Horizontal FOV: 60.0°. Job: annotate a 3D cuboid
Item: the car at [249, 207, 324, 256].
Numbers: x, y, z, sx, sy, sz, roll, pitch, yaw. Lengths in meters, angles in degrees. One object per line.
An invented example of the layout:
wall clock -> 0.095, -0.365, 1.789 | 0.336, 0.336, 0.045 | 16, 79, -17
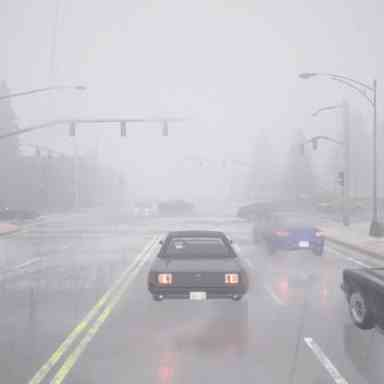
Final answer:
car -> 3.643, 1.526, 13.071 | 1.812, 1.442, 4.674 | 0, 0, 0

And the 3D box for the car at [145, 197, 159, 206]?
car -> -6.815, 1.564, 57.395 | 1.994, 1.385, 4.181 | 0, 0, 0

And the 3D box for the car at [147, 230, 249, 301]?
car -> 0.103, 1.601, 8.281 | 1.895, 1.301, 4.718 | 0, 0, 0

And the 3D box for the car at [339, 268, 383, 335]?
car -> 3.615, 1.601, 3.968 | 1.895, 1.301, 4.718 | 0, 0, 0

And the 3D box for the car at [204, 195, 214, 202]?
car -> 3.864, 1.355, 74.956 | 2.097, 1.767, 4.553 | 0, 0, 0

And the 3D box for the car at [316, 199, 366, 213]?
car -> 16.095, 1.478, 36.046 | 5.008, 1.535, 1.882 | 0, 0, 0

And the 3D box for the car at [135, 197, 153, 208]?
car -> -6.872, 1.526, 47.371 | 1.812, 1.442, 4.674 | 0, 0, 0

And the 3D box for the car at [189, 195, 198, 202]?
car -> 0.365, 1.500, 75.039 | 1.837, 1.490, 4.892 | 0, 0, 0

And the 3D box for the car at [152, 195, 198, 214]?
car -> -1.666, 1.477, 36.153 | 1.882, 1.535, 5.008 | 1, 1, 34

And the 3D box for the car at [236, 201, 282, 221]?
car -> 5.816, 1.504, 25.466 | 4.892, 1.490, 1.837 | 0, 0, 1

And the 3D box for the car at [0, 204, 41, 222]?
car -> -14.442, 1.601, 25.939 | 4.718, 1.301, 1.895 | 0, 0, 0
